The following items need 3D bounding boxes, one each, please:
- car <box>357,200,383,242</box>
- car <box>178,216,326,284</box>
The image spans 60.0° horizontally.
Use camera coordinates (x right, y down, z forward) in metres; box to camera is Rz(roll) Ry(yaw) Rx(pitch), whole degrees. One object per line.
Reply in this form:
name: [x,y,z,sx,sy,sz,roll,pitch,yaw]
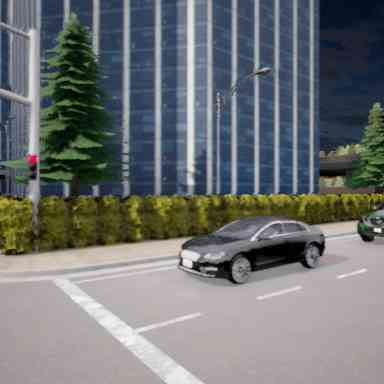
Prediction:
car: [9.933,1.229,15.343,5.566,2.045,2.150,0,0,-35]
car: [1.886,1.494,9.632,4.902,1.511,2.128,0,0,-35]
